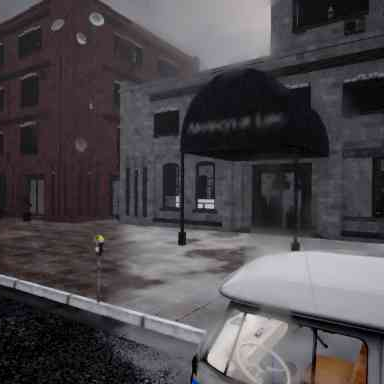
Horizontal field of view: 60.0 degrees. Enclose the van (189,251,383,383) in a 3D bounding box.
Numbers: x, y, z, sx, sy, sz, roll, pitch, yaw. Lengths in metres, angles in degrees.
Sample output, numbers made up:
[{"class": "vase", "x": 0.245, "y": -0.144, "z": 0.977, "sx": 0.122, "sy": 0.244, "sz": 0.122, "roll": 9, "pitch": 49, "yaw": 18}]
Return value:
[{"class": "van", "x": 1.790, "y": 1.341, "z": 1.627, "sx": 3.998, "sy": 1.788, "sz": 1.690, "roll": 0, "pitch": 1, "yaw": 34}]
